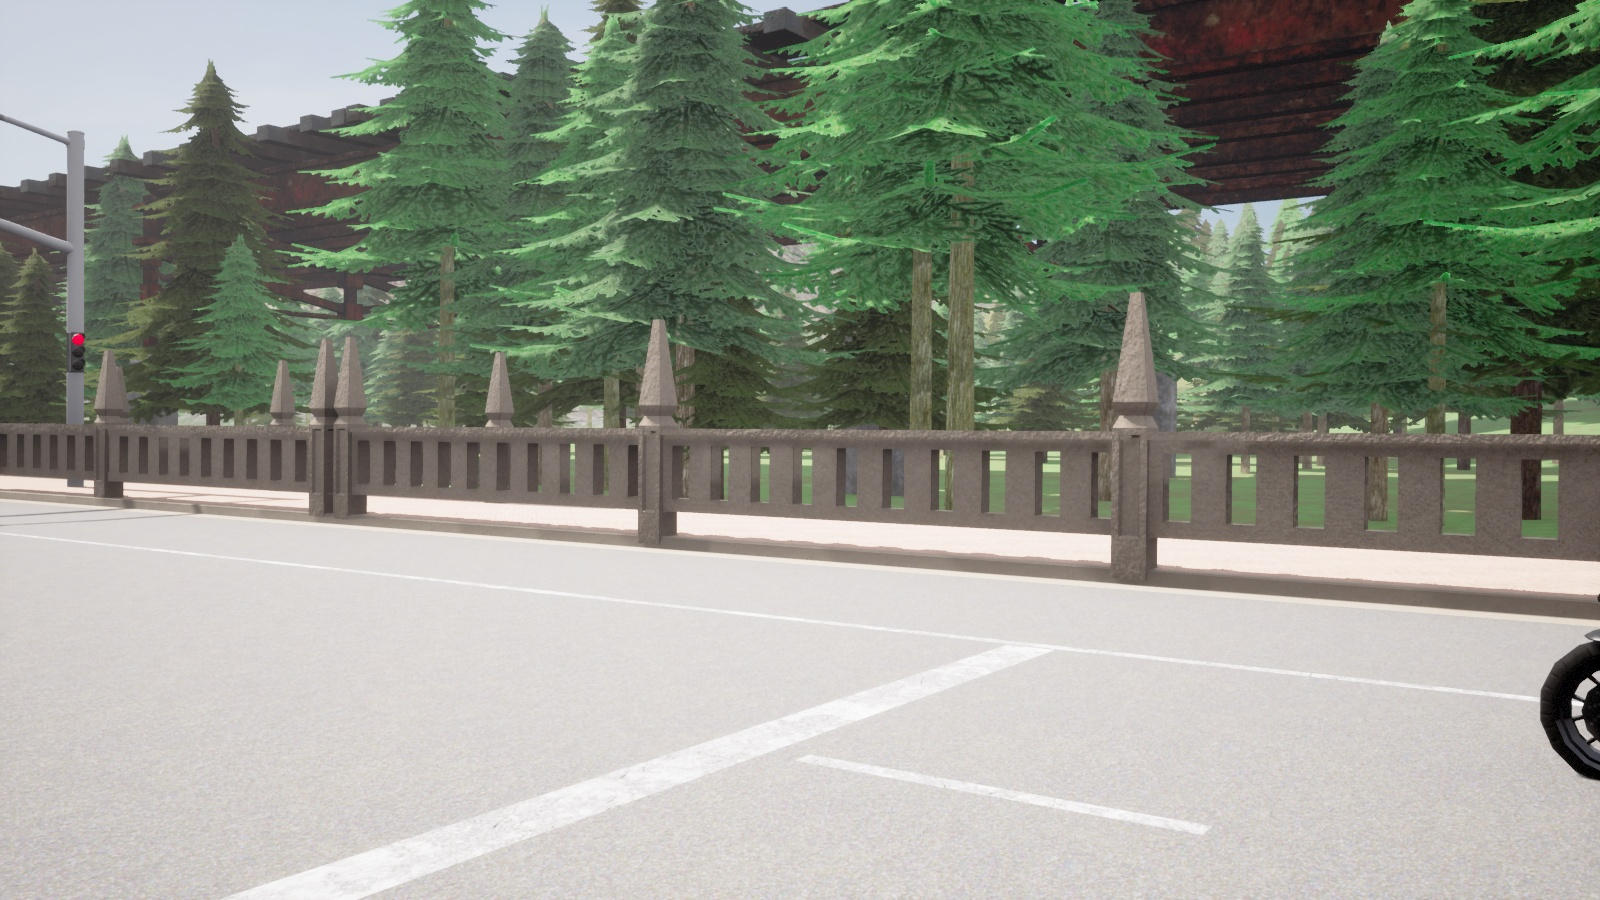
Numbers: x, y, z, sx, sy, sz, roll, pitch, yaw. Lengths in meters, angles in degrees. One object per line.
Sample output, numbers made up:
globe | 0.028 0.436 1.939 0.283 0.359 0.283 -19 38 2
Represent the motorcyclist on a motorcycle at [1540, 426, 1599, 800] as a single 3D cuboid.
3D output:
motorcyclist on a motorcycle | 4.247 0.660 5.004 2.191 1.530 0.866 0 1 34
